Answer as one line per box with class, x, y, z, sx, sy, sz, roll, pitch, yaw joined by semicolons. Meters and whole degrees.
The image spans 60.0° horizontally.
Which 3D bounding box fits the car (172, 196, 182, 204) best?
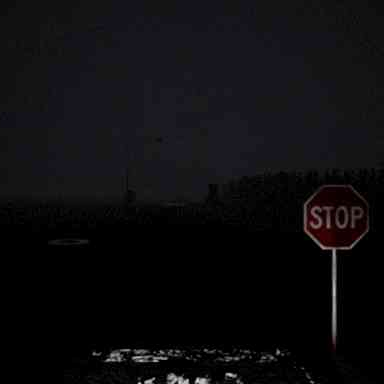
car;-2.834;1.535;65.753;2.033;1.411;5.357;0;0;0
